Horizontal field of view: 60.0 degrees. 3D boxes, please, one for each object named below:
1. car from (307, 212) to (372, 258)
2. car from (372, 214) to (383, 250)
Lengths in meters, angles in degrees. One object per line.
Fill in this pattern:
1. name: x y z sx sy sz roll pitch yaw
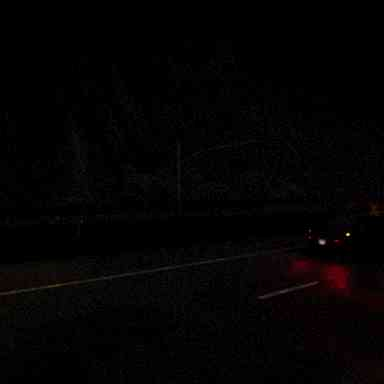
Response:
1. car: 6.284 1.500 12.588 4.674 1.442 1.812 0 0 -35
2. car: 7.465 1.198 9.133 5.566 2.045 2.150 0 0 -36
